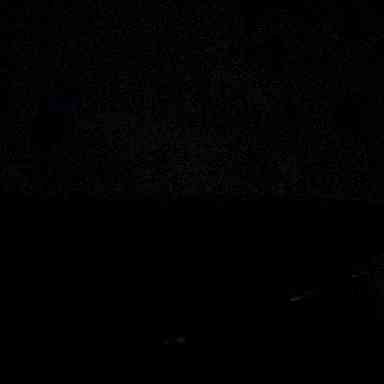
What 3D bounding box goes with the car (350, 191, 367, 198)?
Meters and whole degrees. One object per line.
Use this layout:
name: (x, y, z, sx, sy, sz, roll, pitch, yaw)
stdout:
car: (38.441, 0.615, 76.921, 1.837, 1.490, 4.892, 0, 1, -2)
